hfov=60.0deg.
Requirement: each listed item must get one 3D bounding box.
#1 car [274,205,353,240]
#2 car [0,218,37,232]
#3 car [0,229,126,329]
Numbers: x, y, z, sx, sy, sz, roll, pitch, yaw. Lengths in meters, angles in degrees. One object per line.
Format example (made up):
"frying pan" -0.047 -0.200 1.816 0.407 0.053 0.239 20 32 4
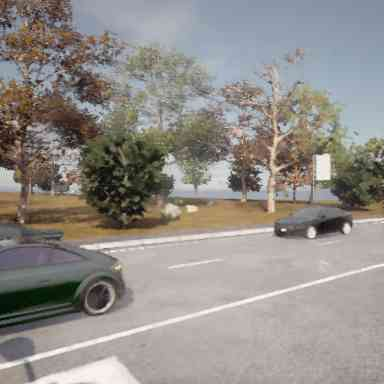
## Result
"car" 6.338 1.480 17.177 5.008 1.535 1.882 -1 1 -36
"car" -5.831 1.471 8.452 5.008 1.535 1.882 0 0 -35
"car" -3.331 1.558 5.935 4.181 1.385 1.994 0 0 -35
